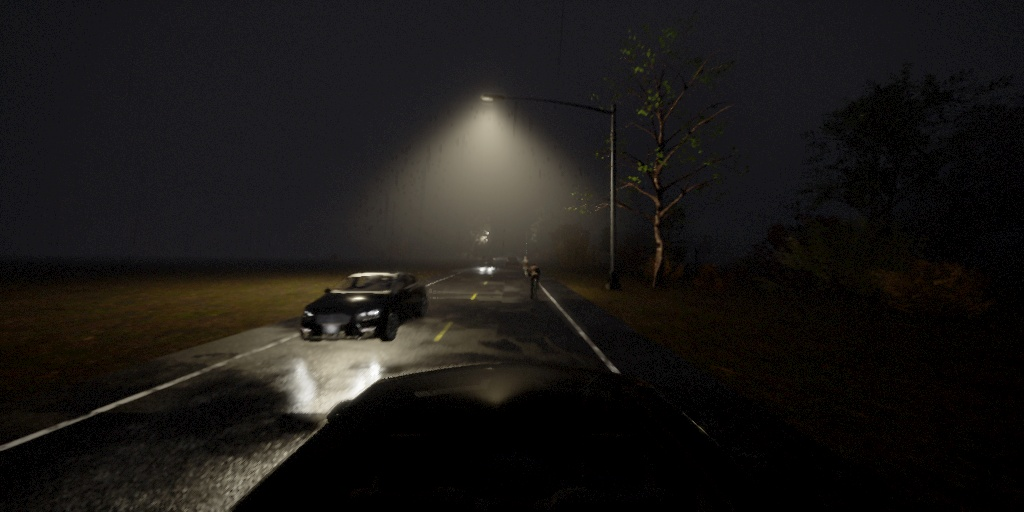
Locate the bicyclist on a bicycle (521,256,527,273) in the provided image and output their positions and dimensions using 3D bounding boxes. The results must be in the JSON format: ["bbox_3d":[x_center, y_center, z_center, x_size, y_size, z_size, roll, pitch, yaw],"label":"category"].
[{"bbox_3d":[0.970,0.905,25.767,0.659,1.776,1.843,0,1,0],"label":"bicyclist on a bicycle"}]

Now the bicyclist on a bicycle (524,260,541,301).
[{"bbox_3d":[0.967,1.080,15.361,0.582,1.620,1.656,0,0,0],"label":"bicyclist on a bicycle"}]

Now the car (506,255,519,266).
[{"bbox_3d":[0.095,0.838,55.160,1.994,1.385,4.181,0,1,0],"label":"car"}]

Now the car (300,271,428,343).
[{"bbox_3d":[-3.593,1.171,9.583,2.128,1.511,4.902,0,1,0],"label":"car"}]

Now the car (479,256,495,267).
[{"bbox_3d":[-3.534,0.798,51.404,2.128,1.511,4.902,0,1,0],"label":"car"}]
